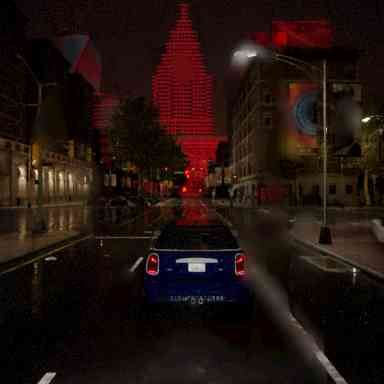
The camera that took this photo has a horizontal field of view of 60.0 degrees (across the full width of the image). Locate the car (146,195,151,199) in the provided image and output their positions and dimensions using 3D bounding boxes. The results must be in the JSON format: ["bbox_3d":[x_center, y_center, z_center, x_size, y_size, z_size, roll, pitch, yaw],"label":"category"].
[{"bbox_3d":[-11.223,1.521,82.941,1.812,1.442,4.674,0,0,0],"label":"car"}]

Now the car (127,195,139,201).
[{"bbox_3d":[-14.724,1.536,82.798,2.033,1.411,5.357,0,0,0],"label":"car"}]

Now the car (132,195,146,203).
[{"bbox_3d":[-11.277,1.556,67.969,1.994,1.385,4.181,0,0,0],"label":"car"}]

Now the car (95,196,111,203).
[{"bbox_3d":[-18.025,1.592,67.492,1.895,1.301,4.718,0,0,0],"label":"car"}]

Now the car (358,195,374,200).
[{"bbox_3d":[34.674,1.478,68.709,2.231,1.521,4.892,0,0,0],"label":"car"}]

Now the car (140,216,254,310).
[{"bbox_3d":[0.100,1.352,7.983,2.097,1.767,4.553,0,0,0],"label":"car"}]

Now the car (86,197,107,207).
[{"bbox_3d":[-15.001,1.599,52.415,1.895,1.301,4.718,0,0,2],"label":"car"}]

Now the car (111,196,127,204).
[{"bbox_3d":[-14.777,1.513,67.605,2.128,1.511,4.902,0,0,0],"label":"car"}]

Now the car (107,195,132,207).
[{"bbox_3d":[-11.412,1.545,52.633,2.033,1.411,5.357,0,0,0],"label":"car"}]
